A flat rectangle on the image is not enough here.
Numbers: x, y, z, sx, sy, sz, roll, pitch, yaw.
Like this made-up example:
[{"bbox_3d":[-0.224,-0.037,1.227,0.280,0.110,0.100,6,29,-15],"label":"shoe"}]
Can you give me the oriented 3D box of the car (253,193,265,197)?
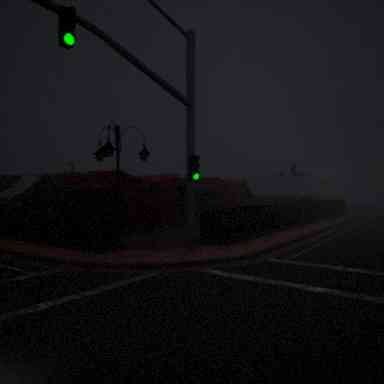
[{"bbox_3d":[10.597,1.152,56.408,4.605,1.855,1.932,0,0,35],"label":"car"}]
